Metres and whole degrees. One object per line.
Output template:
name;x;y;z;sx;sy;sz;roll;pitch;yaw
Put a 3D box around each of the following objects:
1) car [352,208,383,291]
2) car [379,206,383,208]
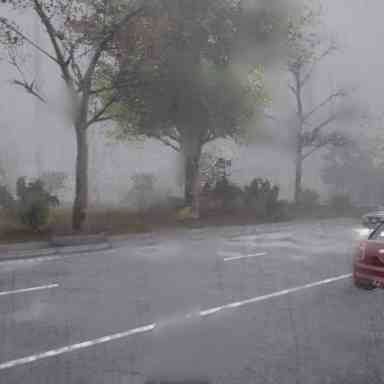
car;5.789;1.338;7.711;4.553;1.767;2.097;0;0;-34
car;12.471;1.529;20.795;4.181;1.385;1.994;0;0;-33
